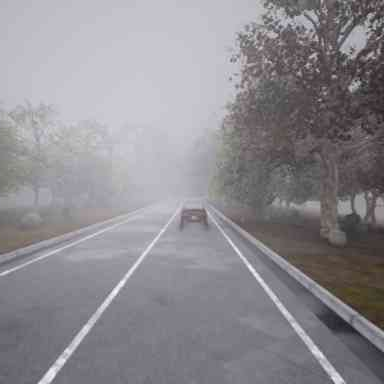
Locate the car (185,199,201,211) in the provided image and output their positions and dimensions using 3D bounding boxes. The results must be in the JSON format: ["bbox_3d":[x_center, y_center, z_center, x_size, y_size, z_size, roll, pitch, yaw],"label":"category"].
[{"bbox_3d":[0.135,1.642,43.095,1.895,1.301,4.718,0,0,0],"label":"car"}]

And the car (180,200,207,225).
[{"bbox_3d":[0.119,1.534,24.520,1.882,1.535,5.008,0,0,0],"label":"car"}]
